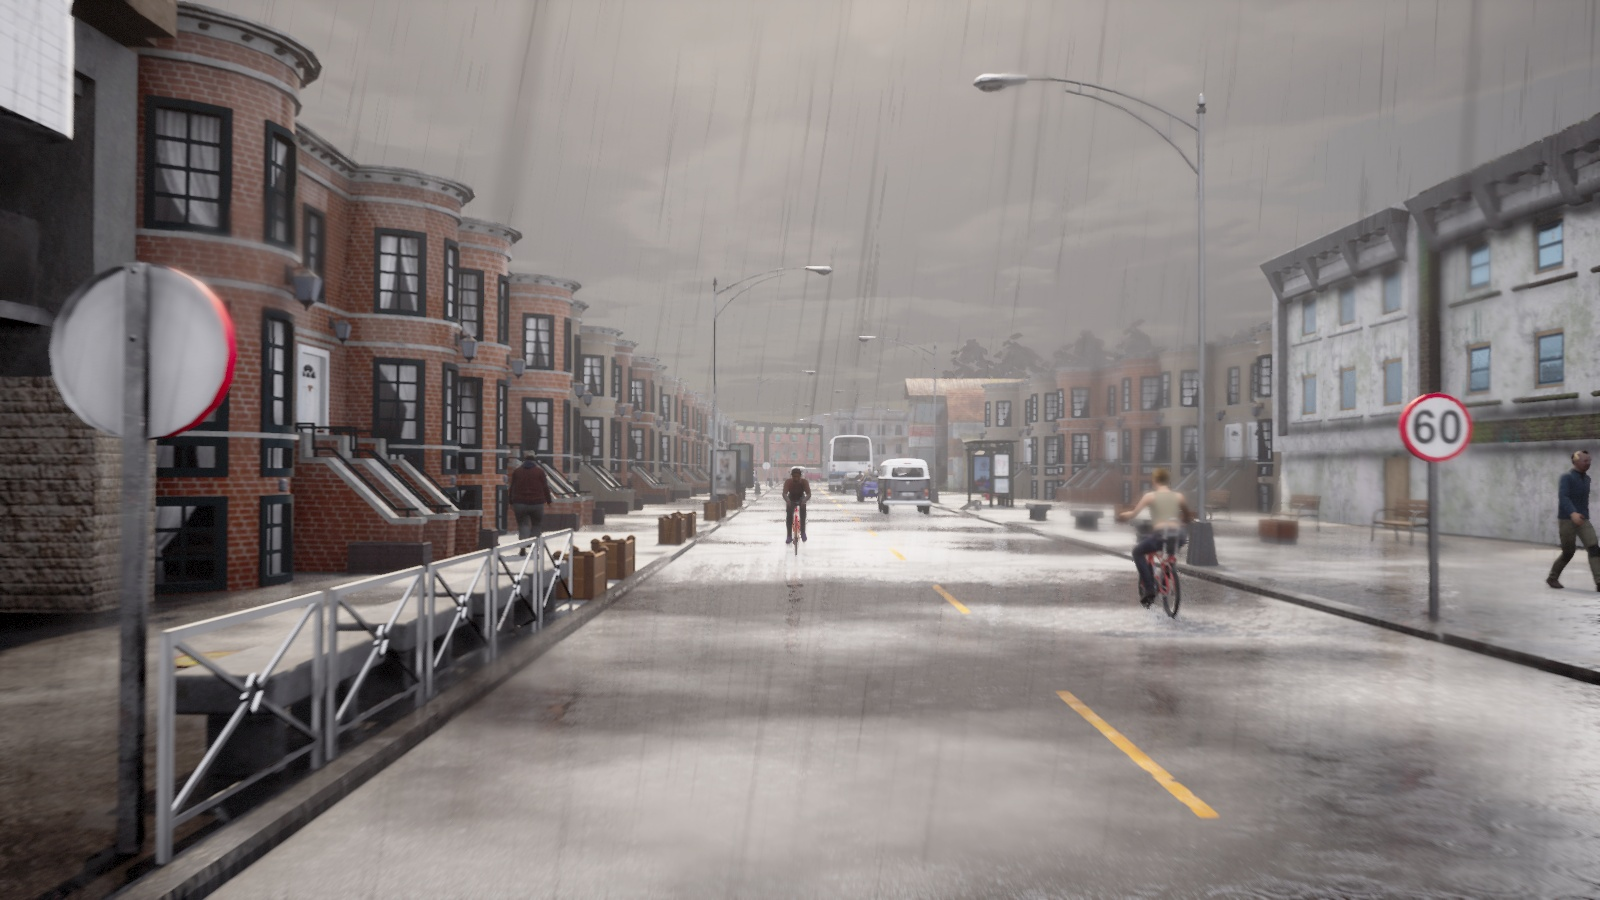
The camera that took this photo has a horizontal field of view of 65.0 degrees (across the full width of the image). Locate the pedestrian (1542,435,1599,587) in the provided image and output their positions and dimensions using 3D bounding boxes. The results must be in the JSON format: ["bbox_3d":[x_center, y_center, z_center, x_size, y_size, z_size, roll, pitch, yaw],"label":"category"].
[{"bbox_3d":[9.717,0.747,15.652,0.402,1.842,0.726,0,-1,-12],"label":"pedestrian"}]

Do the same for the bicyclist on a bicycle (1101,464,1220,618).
[{"bbox_3d":[3.963,0.969,13.940,0.866,1.612,1.509,0,-1,0],"label":"bicyclist on a bicycle"}]

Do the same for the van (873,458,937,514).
[{"bbox_3d":[3.905,1.320,47.481,2.069,2.038,4.480,0,-1,0],"label":"van"}]

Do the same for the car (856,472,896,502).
[{"bbox_3d":[3.894,1.903,65.103,1.816,1.474,4.193,0,-1,0],"label":"car"}]

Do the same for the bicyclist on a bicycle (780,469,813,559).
[{"bbox_3d":[-0.061,1.161,23.477,0.582,1.620,1.656,0,-1,0],"label":"bicyclist on a bicycle"}]

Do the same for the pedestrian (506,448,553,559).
[{"bbox_3d":[-4.610,0.902,21.471,0.634,1.844,0.899,0,-1,-2],"label":"pedestrian"}]

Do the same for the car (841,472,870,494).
[{"bbox_3d":[3.875,2.289,88.699,1.837,1.490,4.892,0,-1,0],"label":"car"}]
